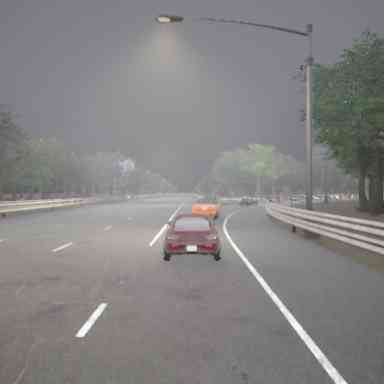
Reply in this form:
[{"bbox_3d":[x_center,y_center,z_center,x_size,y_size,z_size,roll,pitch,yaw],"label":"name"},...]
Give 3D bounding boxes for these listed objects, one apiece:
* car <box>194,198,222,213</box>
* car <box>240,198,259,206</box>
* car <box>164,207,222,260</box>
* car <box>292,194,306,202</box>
[{"bbox_3d":[1.366,1.325,28.401,2.097,1.767,4.553,0,0,10],"label":"car"},{"bbox_3d":[9.036,1.545,51.924,1.895,1.301,4.718,0,0,27],"label":"car"},{"bbox_3d":[0.021,1.514,12.276,1.812,1.442,4.674,0,0,1],"label":"car"},{"bbox_3d":[23.419,1.238,72.469,2.097,1.767,4.553,0,0,45],"label":"car"}]
